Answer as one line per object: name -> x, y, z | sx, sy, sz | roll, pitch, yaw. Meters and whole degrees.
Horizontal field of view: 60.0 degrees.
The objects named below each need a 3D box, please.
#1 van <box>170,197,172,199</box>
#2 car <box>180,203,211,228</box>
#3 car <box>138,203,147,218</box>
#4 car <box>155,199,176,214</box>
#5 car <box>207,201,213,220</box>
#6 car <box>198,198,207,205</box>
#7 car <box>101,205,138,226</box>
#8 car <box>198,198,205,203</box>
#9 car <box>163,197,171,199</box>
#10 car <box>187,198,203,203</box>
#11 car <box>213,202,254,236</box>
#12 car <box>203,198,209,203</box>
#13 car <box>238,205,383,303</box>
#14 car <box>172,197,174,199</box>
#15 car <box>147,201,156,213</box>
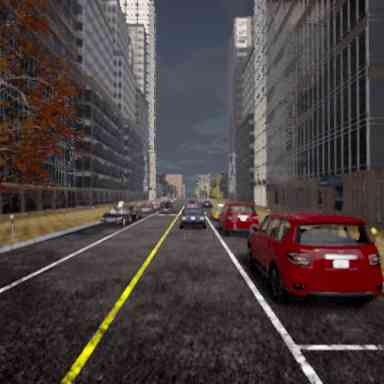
van -> -5.772, 2.051, 70.995 | 1.690, 1.788, 3.998 | 0, -1, 0
car -> 0.070, 1.801, 24.282 | 2.033, 1.411, 5.357 | 0, -1, 0
car -> -5.725, 1.889, 31.149 | 1.947, 1.339, 4.313 | 0, -1, 0
car -> -3.141, 1.935, 42.035 | 1.837, 1.490, 4.892 | 0, -1, 0
car -> 2.656, 1.849, 31.317 | 1.752, 1.417, 4.829 | 0, -1, 0
car -> 2.595, 2.257, 82.373 | 1.967, 1.590, 4.097 | 0, -1, 0
car -> -5.718, 1.816, 25.457 | 2.008, 1.369, 4.403 | 0, -1, 0
car -> 2.580, 2.504, 93.756 | 1.802, 1.307, 4.206 | 0, -1, 0
car -> -5.766, 2.200, 65.301 | 1.887, 1.381, 4.507 | 0, -1, 0
car -> 0.050, 1.861, 42.275 | 2.033, 1.649, 4.856 | 0, -1, 0
car -> 2.671, 1.522, 19.766 | 2.192, 1.841, 5.009 | 0, -1, 0
car -> 2.622, 2.167, 59.606 | 1.947, 1.339, 4.313 | 0, -1, 0
car -> 2.685, 1.404, 8.382 | 2.192, 1.841, 5.009 | 0, -1, 0
car -> -5.780, 2.346, 76.685 | 1.802, 1.307, 4.206 | 0, -1, 0
car -> -5.738, 2.017, 42.532 | 1.802, 1.307, 4.206 | 0, -1, 0
